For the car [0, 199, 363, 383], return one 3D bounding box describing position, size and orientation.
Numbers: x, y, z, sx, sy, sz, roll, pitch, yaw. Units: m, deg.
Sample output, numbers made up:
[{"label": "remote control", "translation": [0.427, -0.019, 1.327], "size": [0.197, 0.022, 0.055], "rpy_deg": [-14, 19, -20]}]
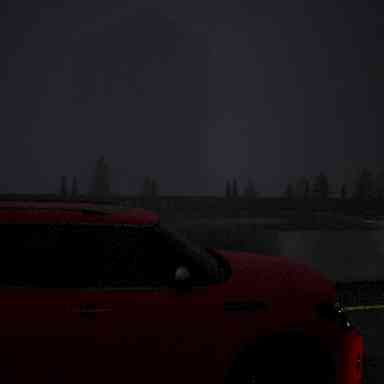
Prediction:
[{"label": "car", "translation": [-1.072, 1.136, 3.689], "size": [5.566, 2.045, 2.150], "rpy_deg": [1, 1, -9]}]
